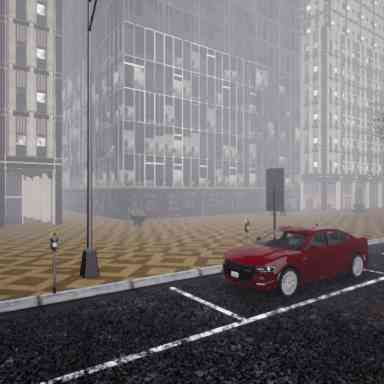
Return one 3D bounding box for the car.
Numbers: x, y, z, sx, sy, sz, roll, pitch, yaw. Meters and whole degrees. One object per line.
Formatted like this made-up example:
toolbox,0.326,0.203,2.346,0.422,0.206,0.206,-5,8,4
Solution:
car,2.758,1.545,8.538,4.507,1.381,1.887,0,0,-36
